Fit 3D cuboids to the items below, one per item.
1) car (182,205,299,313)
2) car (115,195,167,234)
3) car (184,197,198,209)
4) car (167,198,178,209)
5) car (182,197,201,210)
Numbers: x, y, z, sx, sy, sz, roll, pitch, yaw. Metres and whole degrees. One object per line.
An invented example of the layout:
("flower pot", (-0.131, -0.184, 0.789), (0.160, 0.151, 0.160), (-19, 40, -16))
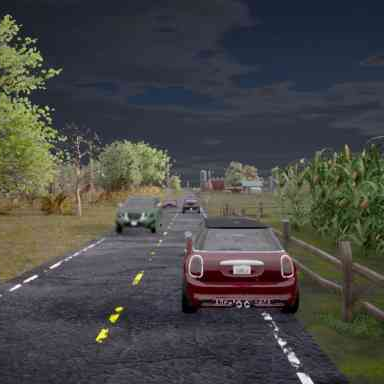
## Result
("car", (0.871, 1.350, 7.808), (2.097, 1.767, 4.553), (0, 0, 0))
("car", (-2.929, 1.214, 19.534), (2.150, 2.045, 5.566), (0, 0, 0))
("car", (-0.124, 1.468, 45.911), (1.837, 1.490, 4.892), (0, 0, 0))
("car", (-2.934, 1.529, 45.029), (1.994, 1.385, 4.181), (0, 0, 0))
("car", (-0.072, 1.483, 36.001), (1.837, 1.490, 4.892), (0, 0, 0))
